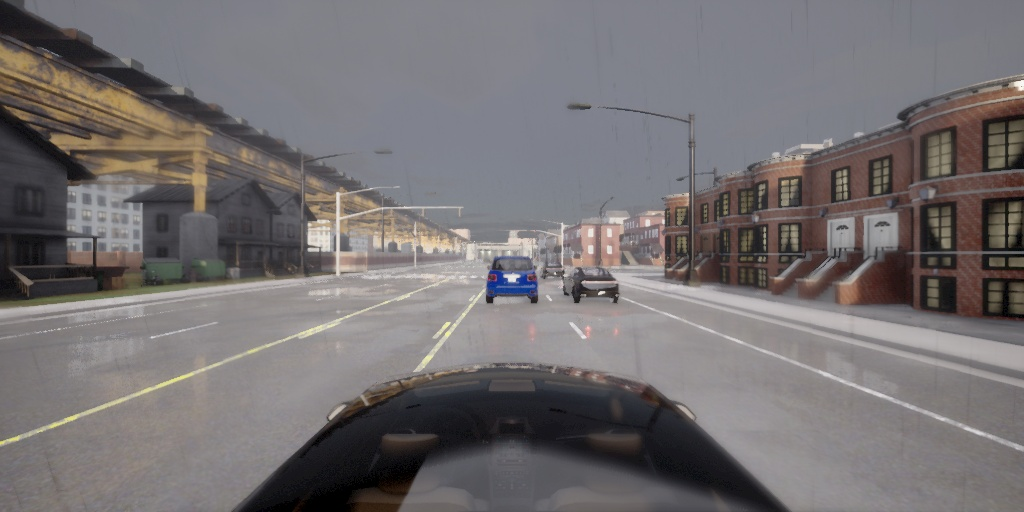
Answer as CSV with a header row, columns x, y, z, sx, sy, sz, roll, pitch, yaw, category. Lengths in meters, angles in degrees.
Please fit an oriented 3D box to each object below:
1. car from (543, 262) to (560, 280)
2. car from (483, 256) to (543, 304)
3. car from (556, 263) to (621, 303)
x,y,z,sx,sy,sz,roll,pitch,yaw,category
3.500,1.243,31.445,2.128,1.511,4.902,0,0,0,car
0.000,1.006,16.475,2.150,2.045,5.566,0,0,0,car
3.500,1.243,16.445,2.128,1.511,4.902,0,0,0,car
